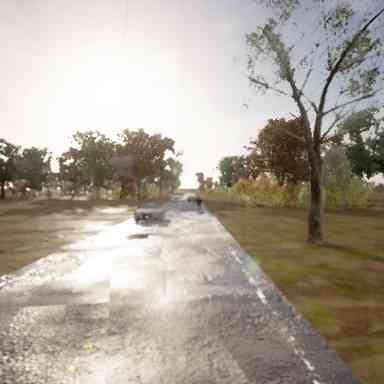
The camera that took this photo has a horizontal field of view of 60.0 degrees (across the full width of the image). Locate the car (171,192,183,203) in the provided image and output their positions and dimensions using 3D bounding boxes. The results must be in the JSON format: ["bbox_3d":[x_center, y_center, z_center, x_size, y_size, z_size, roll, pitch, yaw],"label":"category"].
[{"bbox_3d":[-3.003,1.098,67.396,2.150,2.045,5.566,0,0,0],"label":"car"}]

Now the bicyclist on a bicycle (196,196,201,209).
[{"bbox_3d":[0.824,1.381,44.360,0.582,1.620,1.656,0,0,0],"label":"bicyclist on a bicycle"}]

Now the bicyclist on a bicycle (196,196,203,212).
[{"bbox_3d":[0.823,1.316,35.399,0.659,1.776,1.843,0,0,0],"label":"bicyclist on a bicycle"}]

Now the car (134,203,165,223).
[{"bbox_3d":[-3.098,1.528,24.994,1.994,1.385,4.181,0,0,0],"label":"car"}]

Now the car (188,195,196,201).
[{"bbox_3d":[-0.003,1.444,77.513,1.895,1.301,4.718,0,0,0],"label":"car"}]

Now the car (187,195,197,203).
[{"bbox_3d":[0.037,1.366,66.887,2.128,1.511,4.902,0,0,1],"label":"car"}]
